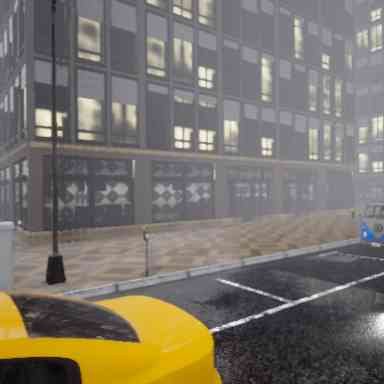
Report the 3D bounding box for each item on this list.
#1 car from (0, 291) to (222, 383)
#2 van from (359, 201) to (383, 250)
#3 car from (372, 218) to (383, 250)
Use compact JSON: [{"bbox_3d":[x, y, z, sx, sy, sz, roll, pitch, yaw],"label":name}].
[{"bbox_3d":[-2.090,1.509,1.857,5.008,1.535,1.882,-1,0,-36],"label":"car"},{"bbox_3d":[7.810,1.200,12.287,3.998,1.788,1.690,-1,0,-36],"label":"van"},{"bbox_3d":[6.690,1.391,8.264,4.892,1.490,1.837,-1,0,-36],"label":"car"}]
